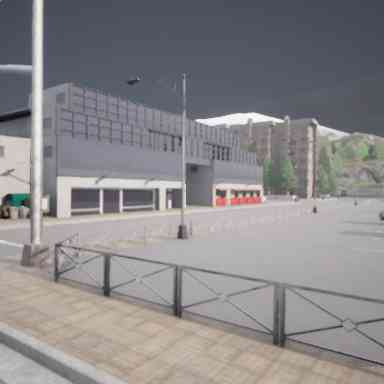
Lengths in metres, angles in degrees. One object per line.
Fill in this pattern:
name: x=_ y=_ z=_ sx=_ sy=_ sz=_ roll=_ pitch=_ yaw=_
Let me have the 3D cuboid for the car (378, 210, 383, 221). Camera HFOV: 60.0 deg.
car: x=14.428 y=1.334 z=20.582 sx=5.027 sy=1.636 sz=2.152 roll=1 pitch=1 yaw=35
